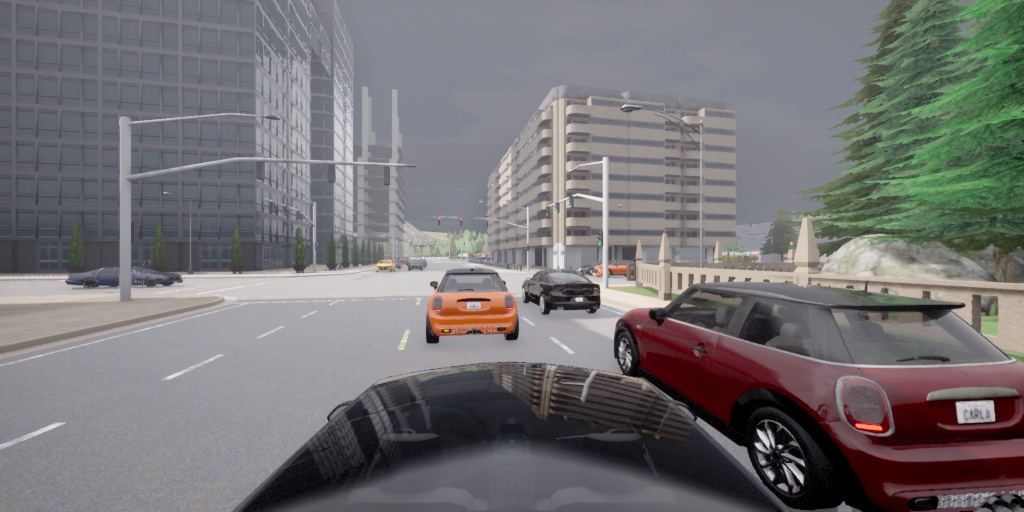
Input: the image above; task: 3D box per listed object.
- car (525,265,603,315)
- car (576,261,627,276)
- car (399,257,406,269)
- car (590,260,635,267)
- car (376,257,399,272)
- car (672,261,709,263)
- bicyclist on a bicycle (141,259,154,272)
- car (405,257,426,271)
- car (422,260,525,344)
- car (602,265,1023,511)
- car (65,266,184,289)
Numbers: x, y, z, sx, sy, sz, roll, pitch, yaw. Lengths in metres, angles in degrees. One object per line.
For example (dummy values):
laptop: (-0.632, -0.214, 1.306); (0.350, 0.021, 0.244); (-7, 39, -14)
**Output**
car: (1.686, 1.228, 13.773); (1.882, 1.535, 5.008); (0, 0, -10)
car: (9.480, 1.297, 38.108); (4.902, 1.511, 2.128); (0, 0, -12)
car: (-17.853, 1.240, 54.440); (2.128, 1.511, 4.902); (0, 0, -12)
car: (10.030, 1.157, 34.642); (4.553, 1.767, 2.097); (0, 0, -12)
car: (-15.890, 1.227, 45.227); (1.882, 1.535, 5.008); (0, 0, -12)
car: (19.109, 1.332, 36.630); (4.674, 1.442, 1.812); (0, 0, -12)
bicyclist on a bicycle: (-33.998, 1.106, 33.445); (0.582, 1.620, 1.656); (0, 0, -12)
car: (-13.083, 1.255, 48.868); (1.837, 1.490, 4.892); (0, 0, -12)
car: (-1.181, 1.102, 9.912); (2.097, 1.767, 4.553); (0, 0, -10)
car: (3.015, 1.102, 4.608); (2.097, 1.767, 4.553); (0, 0, -6)
car: (-24.880, 1.353, 23.188); (5.357, 1.411, 2.033); (0, 0, -13)
